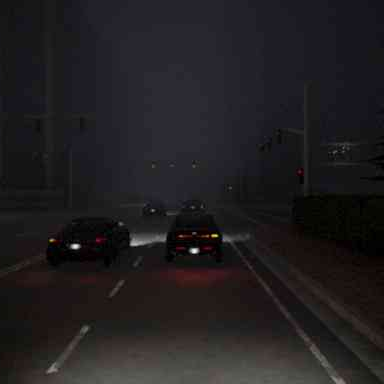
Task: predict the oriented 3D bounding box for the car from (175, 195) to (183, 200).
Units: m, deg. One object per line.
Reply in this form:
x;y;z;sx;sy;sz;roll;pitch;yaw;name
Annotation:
-3.542;1.445;91.803;1.812;1.442;4.674;0;0;0;car

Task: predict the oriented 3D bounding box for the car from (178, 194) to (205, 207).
0.078;1.360;30.494;2.097;1.767;4.553;0;0;0;car

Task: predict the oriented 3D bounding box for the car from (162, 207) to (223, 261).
0.081;1.508;12.349;1.837;1.490;4.892;0;0;0;car

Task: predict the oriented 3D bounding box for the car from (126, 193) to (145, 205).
-10.560;1.237;60.985;2.150;2.045;5.566;0;0;1;car

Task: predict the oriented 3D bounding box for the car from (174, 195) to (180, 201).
-3.538;1.573;83.261;1.994;1.385;4.181;0;0;0;car

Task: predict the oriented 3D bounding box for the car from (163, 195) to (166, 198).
-7.035;1.520;76.132;1.837;1.490;4.892;0;0;0;car

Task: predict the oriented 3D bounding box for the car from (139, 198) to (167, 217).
-3.421;1.572;31.090;1.994;1.385;4.181;0;0;0;car

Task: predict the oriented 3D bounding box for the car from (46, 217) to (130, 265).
-3.437;1.567;11.747;1.994;1.385;4.181;0;0;-1;car

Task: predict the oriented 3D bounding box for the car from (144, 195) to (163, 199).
-7.064;1.579;61.030;1.994;1.385;4.181;0;0;1;car
